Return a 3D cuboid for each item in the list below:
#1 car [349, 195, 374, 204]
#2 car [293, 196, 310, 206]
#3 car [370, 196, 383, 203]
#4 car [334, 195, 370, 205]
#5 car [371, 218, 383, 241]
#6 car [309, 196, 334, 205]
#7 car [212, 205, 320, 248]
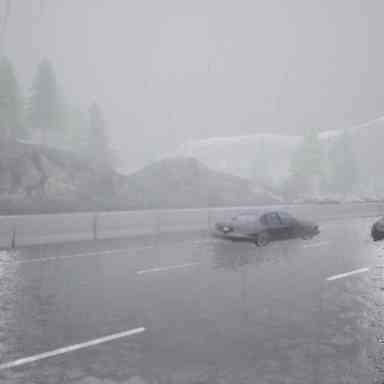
[{"bbox_3d":[30.605,1.386,60.116,5.008,1.535,1.882,0,0,-35],"label":"car"},{"bbox_3d":[17.474,1.424,50.839,4.902,1.511,2.128,0,0,-35],"label":"car"},{"bbox_3d":[32.737,1.454,57.349,5.357,1.411,2.033,0,0,-35],"label":"car"},{"bbox_3d":[21.861,1.458,45.373,4.674,1.442,1.812,0,0,-35],"label":"car"},{"bbox_3d":[10.061,1.538,15.236,4.181,1.385,1.994,0,0,-35],"label":"car"},{"bbox_3d":[19.559,1.534,48.031,4.718,1.301,1.895,0,0,-35],"label":"car"},{"bbox_3d":[3.407,1.531,14.799,5.357,1.411,2.033,0,0,-35],"label":"car"}]
